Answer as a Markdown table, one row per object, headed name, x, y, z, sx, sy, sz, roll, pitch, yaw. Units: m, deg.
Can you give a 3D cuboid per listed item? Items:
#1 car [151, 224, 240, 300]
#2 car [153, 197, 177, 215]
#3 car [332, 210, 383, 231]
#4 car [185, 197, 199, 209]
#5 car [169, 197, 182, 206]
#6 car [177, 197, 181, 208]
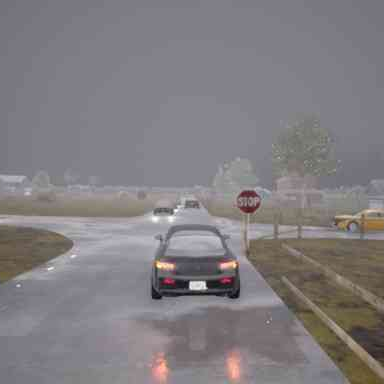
| name | x | y | z | sx | sy | sz | roll | pitch | yaw |
| --- | --- | --- | --- | --- | --- | --- | --- | --- | --- |
| car | 0.030 | 1.525 | 8.308 | 1.812 | 1.442 | 4.674 | 0 | 0 | -2 |
| car | -2.794 | 1.485 | 33.585 | 1.882 | 1.535 | 5.008 | 0 | 0 | -2 |
| car | 12.566 | 2.020 | 23.627 | 5.008 | 1.535 | 1.882 | 2 | 0 | -2 |
| car | -0.008 | 1.490 | 46.838 | 1.882 | 1.535 | 5.008 | 0 | 0 | 0 |
| car | -2.913 | 1.589 | 58.167 | 1.994 | 1.385 | 4.181 | 0 | 0 | 0 |
| car | -2.931 | 1.519 | 46.114 | 1.837 | 1.490 | 4.892 | 0 | -1 | 0 |
